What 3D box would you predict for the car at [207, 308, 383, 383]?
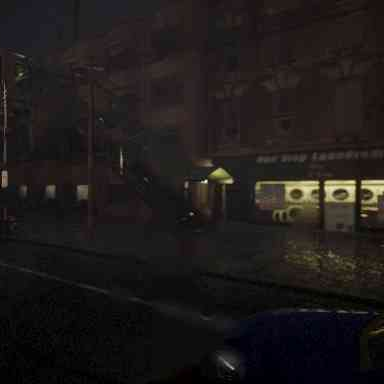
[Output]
[{"bbox_3d":[2.318,1.530,2.341,4.674,1.442,1.812,0,0,35],"label":"car"}]
